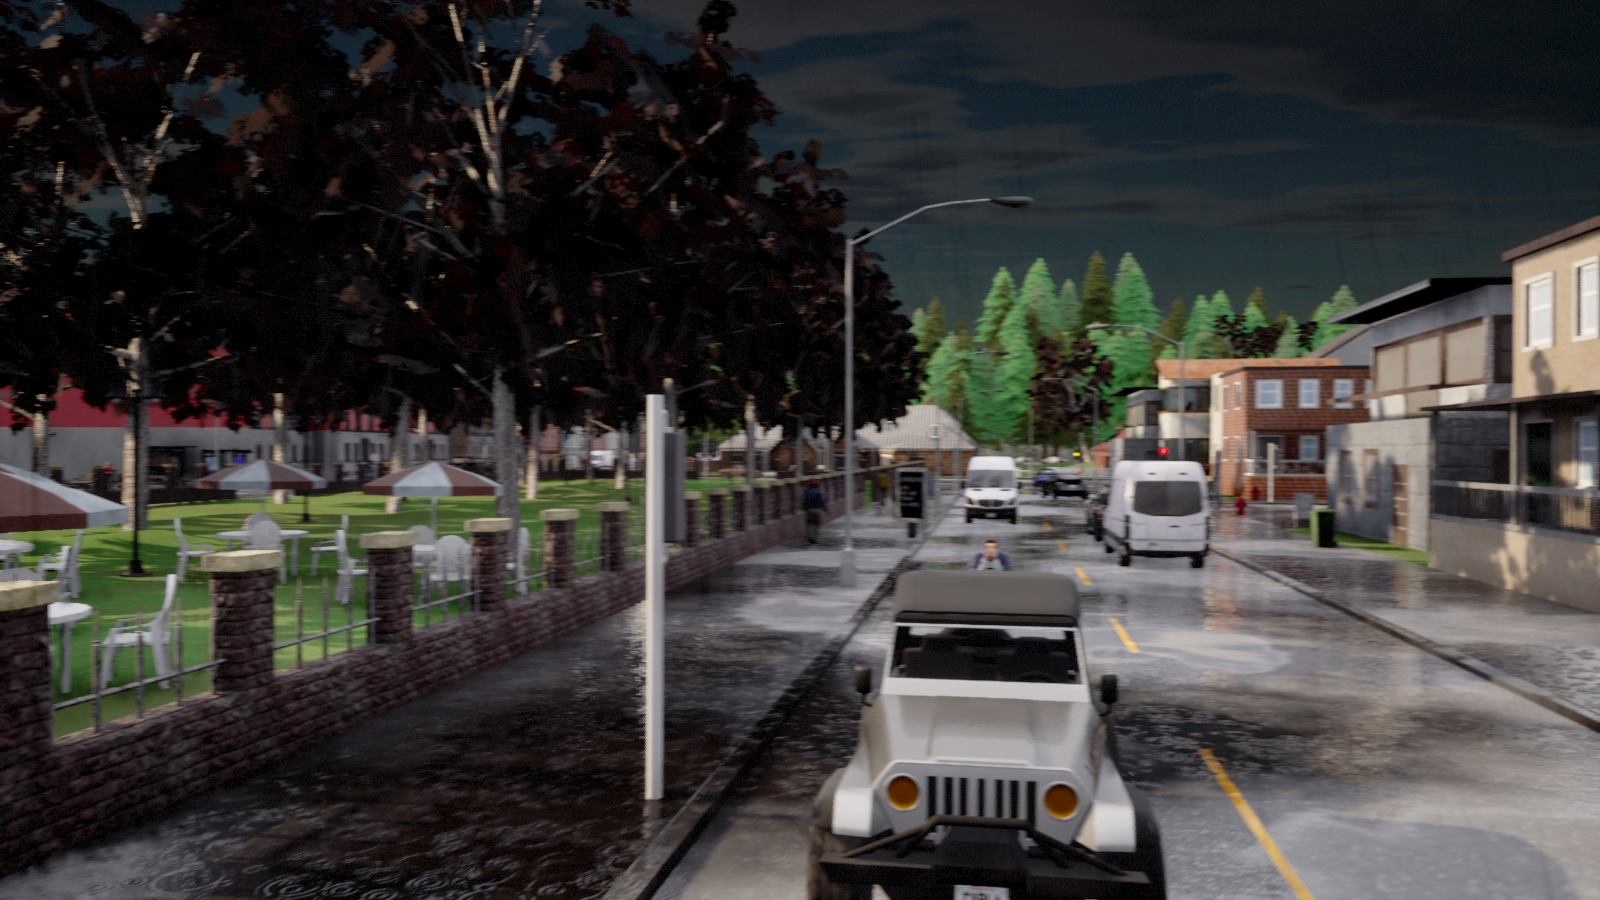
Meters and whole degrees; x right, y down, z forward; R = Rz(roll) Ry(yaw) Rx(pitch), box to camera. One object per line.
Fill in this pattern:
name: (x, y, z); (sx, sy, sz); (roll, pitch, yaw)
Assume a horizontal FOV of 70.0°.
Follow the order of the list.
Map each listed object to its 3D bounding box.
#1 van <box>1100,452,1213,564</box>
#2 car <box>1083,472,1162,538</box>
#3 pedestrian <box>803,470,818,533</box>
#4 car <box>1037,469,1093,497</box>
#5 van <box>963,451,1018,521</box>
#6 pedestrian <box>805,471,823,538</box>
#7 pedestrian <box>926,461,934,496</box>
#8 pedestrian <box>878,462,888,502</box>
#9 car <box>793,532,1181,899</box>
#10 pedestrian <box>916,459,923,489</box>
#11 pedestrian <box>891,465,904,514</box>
van: (8.972, 1.335, 29.237); (1.988, 2.561, 5.915); (0, 0, 10)
car: (10.130, 1.666, 36.209); (1.932, 1.855, 4.605); (0, 0, 10)
pedestrian: (0.320, 1.515, 33.937); (0.375, 1.860, 0.375); (0, 0, 12)
car: (15.312, 1.873, 66.223); (2.163, 1.488, 4.792); (0, 0, 1)
van: (7.560, 1.325, 45.092); (1.988, 2.561, 5.915); (0, 0, 10)
pedestrian: (0.397, 1.516, 32.149); (0.375, 1.860, 0.375); (0, 0, 26)
pedestrian: (7.060, 1.529, 61.958); (0.375, 1.860, 0.375); (0, 0, 21)
pedestrian: (3.917, 1.521, 53.739); (0.375, 1.860, 0.375); (0, 0, 19)
car: (1.231, 1.638, 7.595); (1.905, 1.878, 3.866); (0, 0, 10)
pedestrian: (7.593, 1.528, 72.523); (0.375, 1.860, 0.375); (0, 0, -9)
pedestrian: (3.741, 1.524, 43.963); (0.375, 1.860, 0.375); (0, 0, 26)
